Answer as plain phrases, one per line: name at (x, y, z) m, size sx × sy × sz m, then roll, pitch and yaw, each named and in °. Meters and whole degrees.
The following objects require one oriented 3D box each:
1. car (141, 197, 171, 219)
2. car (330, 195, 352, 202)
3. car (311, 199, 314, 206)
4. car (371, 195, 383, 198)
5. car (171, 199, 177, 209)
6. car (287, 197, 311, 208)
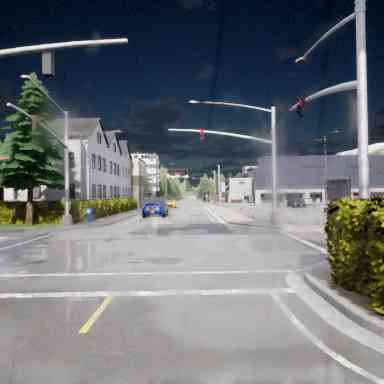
car at (-3.612, 1.503, 33.029) m, size 2.150 × 2.045 × 5.566 m, roll -1°, pitch 0°, yaw 0°
car at (25.474, 1.398, 56.573) m, size 2.152 × 1.636 × 5.027 m, roll -1°, pitch -1°, yaw 0°
car at (19.059, 1.573, 56.231) m, size 1.970 × 1.475 × 3.806 m, roll -1°, pitch -1°, yaw 0°
car at (19.112, 1.183, 31.306) m, size 1.905 × 1.878 × 3.866 m, roll -1°, pitch -1°, yaw 0°
car at (-3.557, 1.967, 55.166) m, size 1.882 × 1.535 × 5.008 m, roll -1°, pitch -1°, yaw 0°
car at (15.416, 1.629, 49.172) m, size 2.007 × 1.523 × 4.514 m, roll -1°, pitch -1°, yaw 0°
